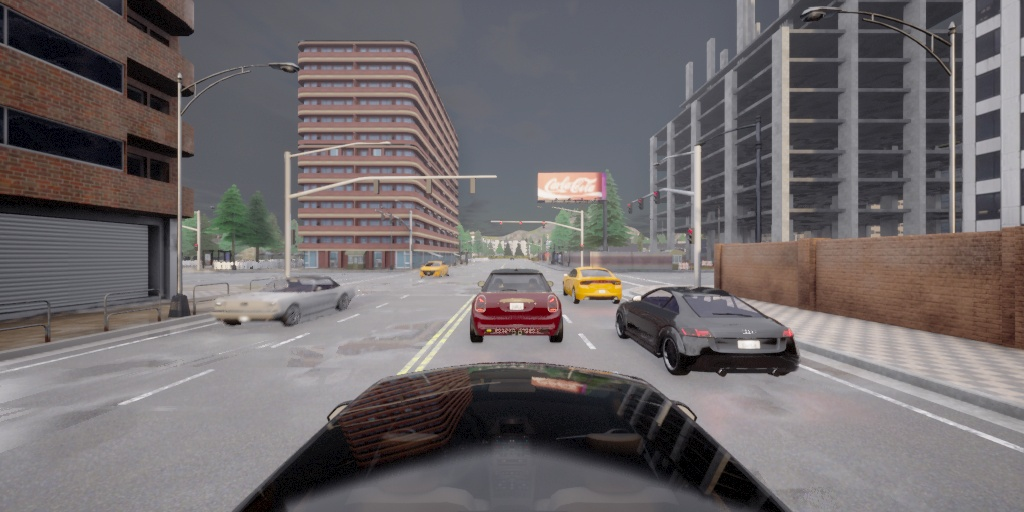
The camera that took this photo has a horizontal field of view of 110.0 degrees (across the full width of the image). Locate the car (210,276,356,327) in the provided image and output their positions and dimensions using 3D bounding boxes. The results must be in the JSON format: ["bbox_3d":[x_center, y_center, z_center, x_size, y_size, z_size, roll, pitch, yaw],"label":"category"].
[{"bbox_3d":[-7.024,1.351,11.656,1.895,1.301,4.718,0,0,1],"label":"car"}]

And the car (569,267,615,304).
[{"bbox_3d":[3.501,1.228,16.389,1.882,1.535,5.008,0,0,0],"label":"car"}]

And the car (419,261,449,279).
[{"bbox_3d":[-7.100,1.227,33.017,1.882,1.535,5.008,0,0,0],"label":"car"}]

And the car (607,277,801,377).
[{"bbox_3d":[3.599,1.314,7.456,1.994,1.385,4.181,0,0,0],"label":"car"}]

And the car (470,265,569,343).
[{"bbox_3d":[0.101,1.102,9.862,2.097,1.767,4.553,0,0,0],"label":"car"}]
